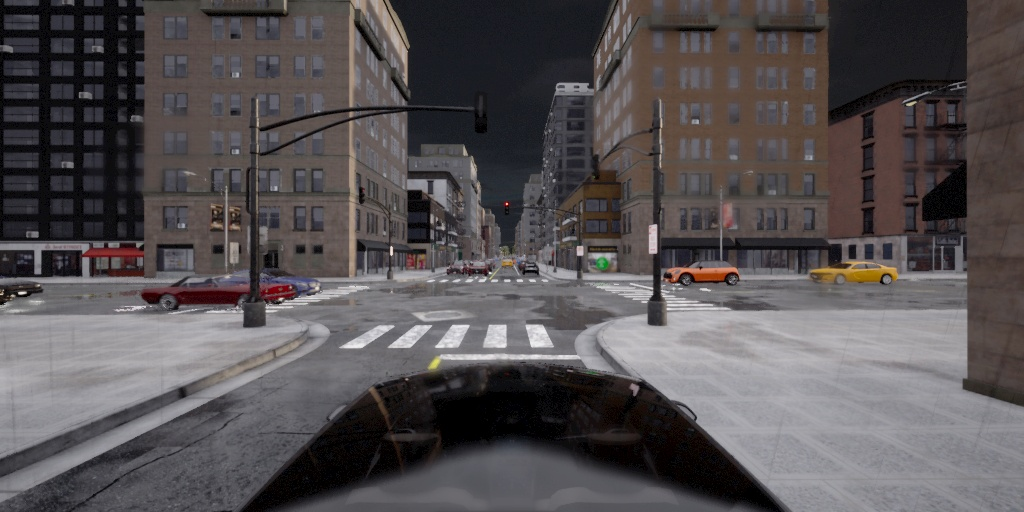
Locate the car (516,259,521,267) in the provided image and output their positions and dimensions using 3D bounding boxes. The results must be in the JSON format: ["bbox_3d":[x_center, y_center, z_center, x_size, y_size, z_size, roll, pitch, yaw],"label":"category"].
[{"bbox_3d":[1.928,1.391,50.677,1.802,1.307,4.207,0,0,0],"label":"car"}]

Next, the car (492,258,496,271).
[{"bbox_3d":[-3.533,1.308,47.384,1.837,1.490,4.892,0,0,0],"label":"car"}]

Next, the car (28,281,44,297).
[{"bbox_3d":[-26.029,1.391,17.077,5.357,1.411,2.033,0,0,-1],"label":"car"}]

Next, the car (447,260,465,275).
[{"bbox_3d":[-6.015,1.229,39.596,1.967,1.591,4.097,0,0,0],"label":"car"}]

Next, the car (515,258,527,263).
[{"bbox_3d":[1.887,1.386,56.188,1.948,1.339,4.313,0,0,0],"label":"car"}]

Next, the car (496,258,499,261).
[{"bbox_3d":[-3.598,1.424,57.524,1.895,1.301,4.718,0,0,0],"label":"car"}]

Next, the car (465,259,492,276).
[{"bbox_3d":[-3.464,1.265,37.790,1.882,1.535,5.008,0,0,0],"label":"car"}]

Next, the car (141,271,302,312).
[{"bbox_3d":[-11.216,1.380,13.971,4.718,1.301,1.895,0,0,0],"label":"car"}]

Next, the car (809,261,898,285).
[{"bbox_3d":[23.111,1.136,24.397,5.008,1.535,1.882,0,0,-1],"label":"car"}]

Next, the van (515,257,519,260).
[{"bbox_3d":[1.846,1.173,61.698,1.690,1.789,3.998,0,0,0],"label":"van"}]

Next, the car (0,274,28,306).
[{"bbox_3d":[-22.554,1.329,13.872,4.892,1.490,1.837,0,0,-1],"label":"car"}]

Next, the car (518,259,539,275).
[{"bbox_3d":[2.010,1.355,39.655,1.948,1.339,4.313,0,0,0],"label":"car"}]

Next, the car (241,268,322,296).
[{"bbox_3d":[-11.722,1.313,17.245,4.674,1.442,1.812,0,0,-1],"label":"car"}]

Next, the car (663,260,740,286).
[{"bbox_3d":[12.692,1.054,24.263,4.553,1.767,2.097,0,0,-1],"label":"car"}]
